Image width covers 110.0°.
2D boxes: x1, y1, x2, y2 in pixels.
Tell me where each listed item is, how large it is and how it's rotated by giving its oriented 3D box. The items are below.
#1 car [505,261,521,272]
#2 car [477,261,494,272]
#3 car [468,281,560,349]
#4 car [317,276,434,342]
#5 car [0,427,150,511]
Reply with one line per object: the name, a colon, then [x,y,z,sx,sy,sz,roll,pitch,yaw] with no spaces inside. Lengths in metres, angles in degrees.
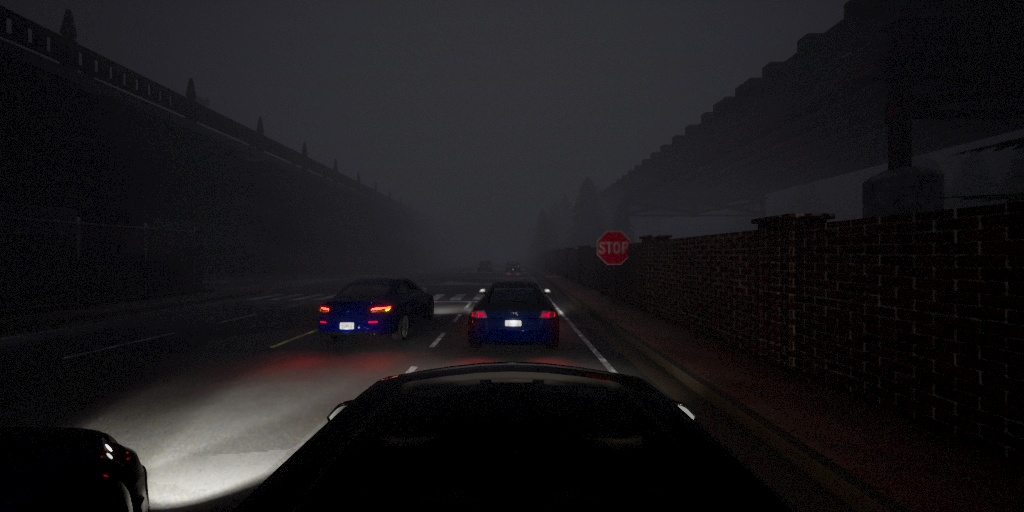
car: [0.101,1.350,45.994,1.895,1.301,4.718,0,0,-1]
car: [-3.394,1.297,45.835,2.033,1.411,5.357,0,0,-1]
car: [0.070,1.314,9.176,1.994,1.385,4.181,0,0,1]
car: [-3.412,1.276,9.698,1.812,1.442,4.674,0,0,0]
car: [-3.398,1.314,0.602,1.994,1.385,4.181,0,0,0]
